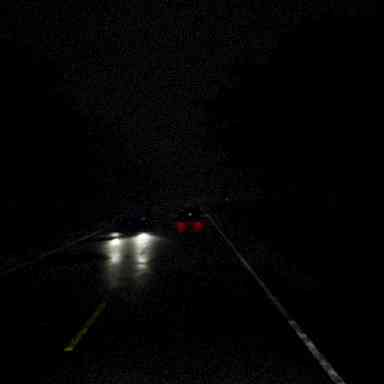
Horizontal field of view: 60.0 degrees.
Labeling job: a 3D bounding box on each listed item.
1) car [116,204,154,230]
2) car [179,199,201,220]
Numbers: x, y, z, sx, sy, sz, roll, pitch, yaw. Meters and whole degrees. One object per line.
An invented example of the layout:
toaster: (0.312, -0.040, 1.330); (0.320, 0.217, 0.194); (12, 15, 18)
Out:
car: (-3.654, 1.537, 21.828); (1.882, 1.535, 5.008); (0, 0, 0)
car: (-0.165, 1.573, 28.728); (1.812, 1.442, 4.674); (0, 0, 0)
